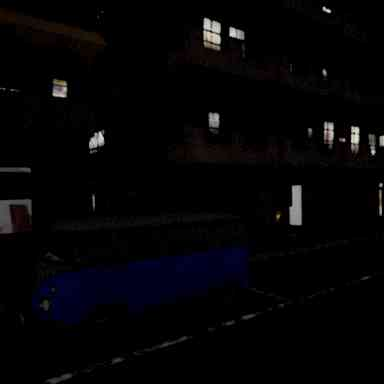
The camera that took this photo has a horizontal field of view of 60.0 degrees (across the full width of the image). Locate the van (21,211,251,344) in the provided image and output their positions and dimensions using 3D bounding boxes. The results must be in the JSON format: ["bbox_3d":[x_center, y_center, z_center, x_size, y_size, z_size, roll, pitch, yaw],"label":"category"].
[{"bbox_3d":[-0.754,1.296,6.042,3.998,1.788,1.690,-1,0,-36],"label":"van"}]
